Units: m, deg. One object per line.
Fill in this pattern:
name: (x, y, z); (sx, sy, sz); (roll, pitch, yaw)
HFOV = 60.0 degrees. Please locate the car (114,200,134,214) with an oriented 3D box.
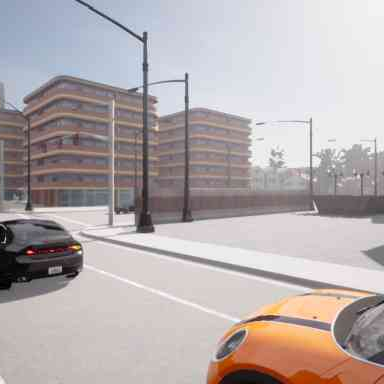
car: (-6.011, 1.544, 35.270); (5.357, 1.411, 2.033); (0, 0, -44)

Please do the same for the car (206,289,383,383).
car: (2.278, 1.352, 2.333); (4.553, 1.767, 2.097); (0, 0, 40)

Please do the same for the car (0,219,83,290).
car: (-4.717, 1.504, 9.221); (1.837, 1.490, 4.892); (0, 0, -43)
